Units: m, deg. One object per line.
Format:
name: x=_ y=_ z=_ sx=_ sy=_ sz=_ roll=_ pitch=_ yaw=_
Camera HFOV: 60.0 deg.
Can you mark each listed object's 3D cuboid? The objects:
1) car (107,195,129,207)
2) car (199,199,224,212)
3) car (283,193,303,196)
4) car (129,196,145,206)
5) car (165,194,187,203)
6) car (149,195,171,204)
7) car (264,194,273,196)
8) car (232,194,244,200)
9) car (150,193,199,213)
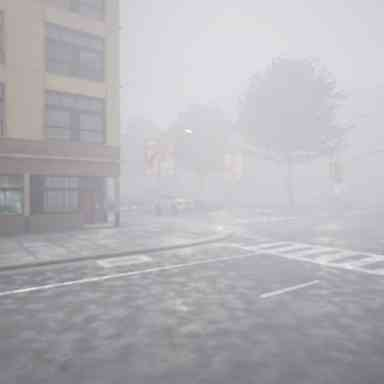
car: x=-11.742 y=1.269 z=49.838 sx=2.097 sy=1.767 sz=4.553 roll=0 pitch=0 yaw=-36
car: x=1.232 y=1.450 z=37.640 sx=2.033 sy=1.411 sz=5.357 roll=0 pitch=0 yaw=-36
car: x=20.567 y=1.076 z=70.778 sx=2.002 sy=1.452 sz=4.674 roll=0 pitch=0 yaw=-36
car: x=-9.227 y=1.438 z=52.345 sx=1.837 sy=1.490 sz=4.892 roll=0 pitch=0 yaw=-36
car: x=-3.052 y=1.207 z=63.453 sx=2.097 sy=1.767 sz=4.553 roll=0 pitch=0 yaw=-36
car: x=-5.910 y=1.375 z=61.434 sx=1.837 sy=1.490 sz=4.892 roll=0 pitch=0 yaw=-36
car: x=19.744 y=1.187 z=84.711 sx=1.895 sy=1.301 sz=4.718 roll=0 pitch=0 yaw=-36
car: x=10.092 y=1.187 z=78.263 sx=2.161 sy=1.482 sz=4.786 roll=0 pitch=0 yaw=-36
car: x=-1.998 y=1.141 z=36.140 sx=2.150 sy=2.045 sz=5.566 roll=0 pitch=0 yaw=-36
